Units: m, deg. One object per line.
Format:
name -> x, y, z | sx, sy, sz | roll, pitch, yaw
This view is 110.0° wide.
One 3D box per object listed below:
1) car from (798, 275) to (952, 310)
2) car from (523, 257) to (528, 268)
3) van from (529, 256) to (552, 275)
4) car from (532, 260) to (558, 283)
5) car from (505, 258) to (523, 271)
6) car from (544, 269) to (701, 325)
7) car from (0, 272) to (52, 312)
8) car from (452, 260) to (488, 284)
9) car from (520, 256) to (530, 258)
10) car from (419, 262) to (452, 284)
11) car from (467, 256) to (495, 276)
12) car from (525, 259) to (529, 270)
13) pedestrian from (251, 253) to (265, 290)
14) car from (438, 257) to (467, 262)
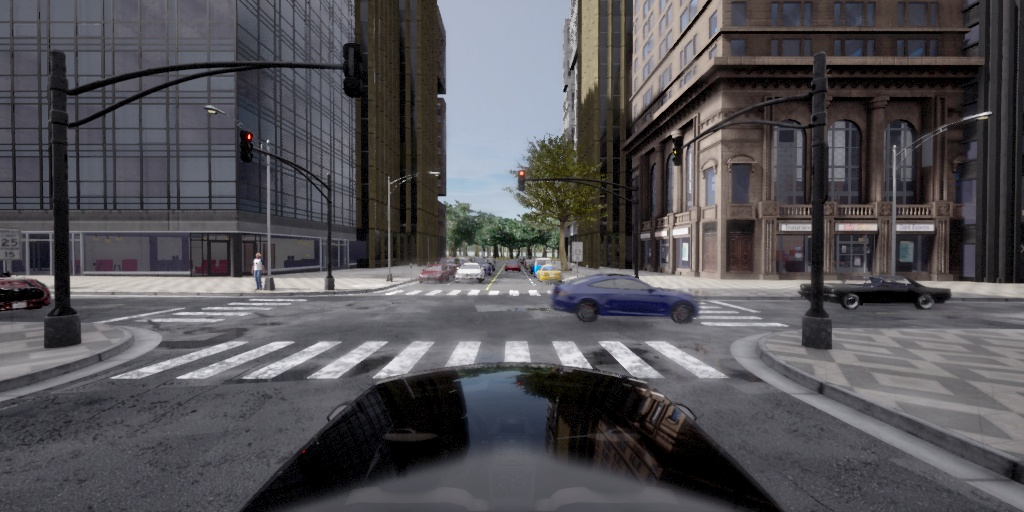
car -> 14.711, 1.444, 14.777 | 4.718, 1.301, 1.895 | 0, 1, 0
car -> 2.768, 1.210, 49.823 | 1.751, 1.417, 4.829 | 0, 0, 0
van -> 2.766, 1.061, 32.614 | 1.690, 1.789, 3.998 | 0, 0, 0
car -> 2.765, 1.255, 27.104 | 1.751, 1.417, 4.829 | 0, 0, 0
car -> 0.099, 1.254, 47.364 | 1.994, 1.385, 4.181 | 0, 0, 0
car -> 3.544, 1.312, 11.567 | 4.674, 1.442, 1.812 | 1, 0, 0
car -> -18.040, 0.976, 11.515 | 4.553, 1.767, 2.097 | 0, 1, 0
car -> -3.094, 1.255, 27.170 | 1.812, 1.442, 4.674 | 0, 0, 0
car -> 2.769, 1.204, 61.011 | 2.007, 1.370, 4.403 | 0, 0, 0
car -> -5.760, 1.311, 26.926 | 1.802, 1.307, 4.207 | 0, 0, 0
car -> -3.094, 1.067, 36.050 | 2.097, 1.767, 4.553 | 0, 0, 0
car -> 2.767, 1.276, 38.294 | 1.948, 1.339, 4.313 | 0, 0, 0
pedestrian -> -12.521, 0.741, 17.756 | 0.375, 1.860, 0.375 | 0, 0, 0
car -> -5.759, 1.035, 32.607 | 2.192, 1.841, 5.009 | 0, 0, 0
